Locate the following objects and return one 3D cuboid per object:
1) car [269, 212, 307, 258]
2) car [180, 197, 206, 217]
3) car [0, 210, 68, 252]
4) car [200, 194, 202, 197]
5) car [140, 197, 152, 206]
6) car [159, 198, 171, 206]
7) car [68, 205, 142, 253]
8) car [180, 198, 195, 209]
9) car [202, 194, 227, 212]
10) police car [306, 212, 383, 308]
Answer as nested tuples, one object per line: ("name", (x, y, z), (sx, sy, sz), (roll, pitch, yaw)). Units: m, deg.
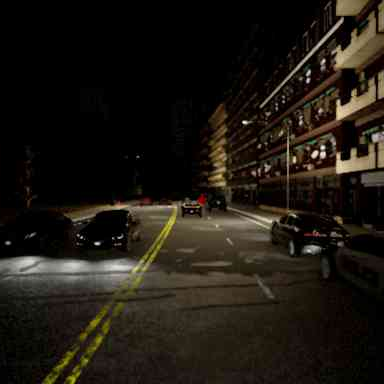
("car", (4.357, 1.555, 12.965), (1.837, 1.490, 4.892), (0, 0, 0))
("car", (-0.041, 1.568, 32.404), (2.128, 1.511, 4.902), (0, 0, -1))
("car", (-6.489, 1.527, 14.059), (1.812, 1.442, 4.674), (0, 0, 0))
("car", (2.240, 1.370, 53.966), (2.150, 2.045, 5.566), (0, 0, -3))
("car", (-7.798, 1.587, 56.690), (1.882, 1.535, 5.008), (0, 0, -3))
("car", (-4.503, 1.685, 55.871), (1.994, 1.385, 4.181), (0, 0, -3))
("car", (-3.239, 1.521, 13.796), (1.837, 1.490, 4.892), (0, 0, 0))
("car", (-0.717, 1.670, 49.583), (2.033, 1.411, 5.357), (0, 0, -3))
("car", (2.922, 1.339, 41.170), (2.150, 2.045, 5.566), (0, 0, -4))
("police car", (4.320, 1.461, 7.022), (1.930, 1.638, 5.238), (0, 0, 1))
